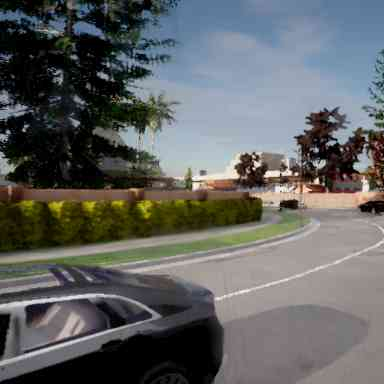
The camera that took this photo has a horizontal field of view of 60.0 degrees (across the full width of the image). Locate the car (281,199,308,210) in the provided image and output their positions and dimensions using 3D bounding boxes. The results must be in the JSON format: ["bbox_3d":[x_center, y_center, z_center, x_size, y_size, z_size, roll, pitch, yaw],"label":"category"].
[{"bbox_3d":[14.282,1.773,46.784,1.812,1.442,4.674,0,-1,-18],"label":"car"}]

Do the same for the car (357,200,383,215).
[{"bbox_3d":[19.666,1.667,35.794,1.837,1.490,4.892,1,-1,0],"label":"car"}]

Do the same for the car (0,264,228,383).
[{"bbox_3d":[-1.901,1.492,2.774,4.902,1.511,2.128,0,0,-37],"label":"car"}]
